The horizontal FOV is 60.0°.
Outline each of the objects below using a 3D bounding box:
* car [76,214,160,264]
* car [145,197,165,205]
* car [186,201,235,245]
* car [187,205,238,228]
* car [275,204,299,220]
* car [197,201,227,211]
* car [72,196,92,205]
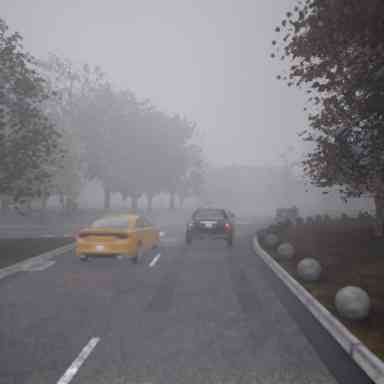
[{"bbox_3d":[-2.486,1.552,12.310,1.882,1.535,5.008,0,-1,5],"label":"car"},{"bbox_3d":[-9.704,2.868,91.318,4.792,1.488,2.163,1,-1,-13],"label":"car"},{"bbox_3d":[1.025,1.494,16.448,2.097,1.767,4.553,0,-1,8],"label":"car"},{"bbox_3d":[1.699,1.820,25.831,1.837,1.490,4.892,0,-1,32],"label":"car"},{"bbox_3d":[9.579,1.971,33.273,1.882,1.535,5.008,0,-1,23],"label":"car"},{"bbox_3d":[3.445,2.399,57.220,5.008,1.535,1.882,0,-1,42],"label":"car"},{"bbox_3d":[-29.688,2.550,88.562,4.553,1.767,2.185,1,-1,-13],"label":"car"}]
